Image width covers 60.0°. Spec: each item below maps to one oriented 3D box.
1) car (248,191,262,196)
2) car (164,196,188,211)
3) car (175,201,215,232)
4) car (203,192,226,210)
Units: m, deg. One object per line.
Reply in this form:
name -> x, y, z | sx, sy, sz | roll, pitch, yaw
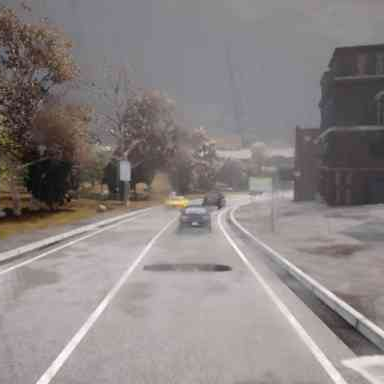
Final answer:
car -> 14.270, -0.001, 74.846 | 1.837, 1.490, 4.892 | 4, 4, 33
car -> -1.669, 1.249, 37.079 | 1.882, 1.535, 5.008 | 1, 1, 11
car -> 0.237, 1.492, 19.803 | 1.812, 1.442, 4.674 | 0, 0, 2
car -> 2.811, 0.992, 40.613 | 2.150, 2.045, 5.566 | 1, 1, 14
